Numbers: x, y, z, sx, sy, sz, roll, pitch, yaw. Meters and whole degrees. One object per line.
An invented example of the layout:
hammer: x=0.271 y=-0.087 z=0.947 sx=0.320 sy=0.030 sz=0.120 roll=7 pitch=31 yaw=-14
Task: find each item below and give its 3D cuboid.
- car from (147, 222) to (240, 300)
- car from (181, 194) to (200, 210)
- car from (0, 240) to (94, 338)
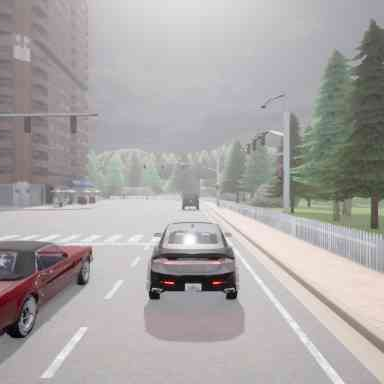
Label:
car: x=0.022 y=1.492 z=8.378 sx=2.128 sy=1.511 sz=4.902 roll=0 pitch=0 yaw=0
car: x=-0.186 y=1.221 z=43.716 sx=2.150 sy=2.045 sz=5.566 roll=0 pitch=0 yaw=-1
car: x=-3.451 y=1.601 z=6.529 sx=1.895 sy=1.301 sz=4.718 roll=0 pitch=0 yaw=0
